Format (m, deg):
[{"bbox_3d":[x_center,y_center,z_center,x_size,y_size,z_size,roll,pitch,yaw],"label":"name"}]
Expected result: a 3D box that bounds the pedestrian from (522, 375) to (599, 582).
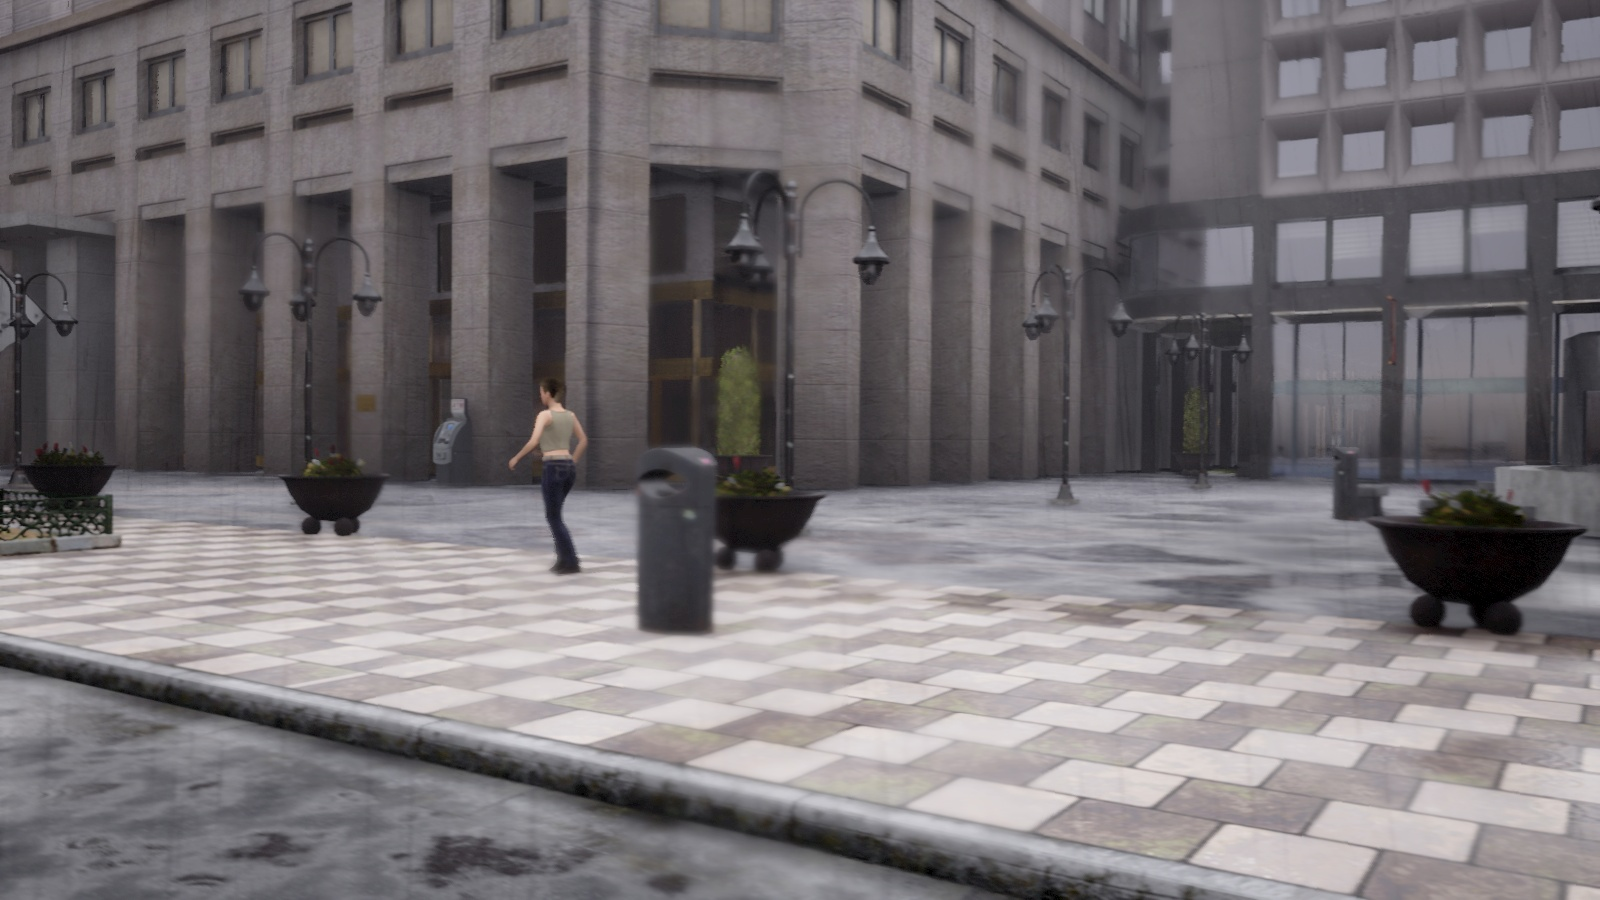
[{"bbox_3d":[-2.180,0.251,11.439,0.594,1.836,0.345,0,1,31],"label":"pedestrian"}]
